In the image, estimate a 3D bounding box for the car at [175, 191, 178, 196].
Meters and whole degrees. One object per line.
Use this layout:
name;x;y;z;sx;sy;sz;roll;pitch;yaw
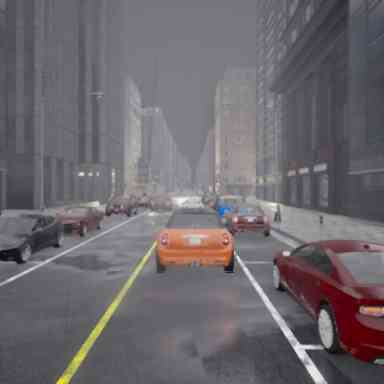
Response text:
car;-5.870;0.790;94.753;1.887;1.381;4.507;1;0;0

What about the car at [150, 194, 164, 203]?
car;-5.861;1.071;56.316;1.752;1.417;4.829;1;0;0

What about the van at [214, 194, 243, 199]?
van;2.673;1.153;22.732;1.690;1.788;3.998;1;0;0

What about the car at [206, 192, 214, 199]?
car;2.672;1.082;28.356;2.192;1.841;5.009;1;0;0

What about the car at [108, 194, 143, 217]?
car;-5.854;1.081;28.362;2.192;1.841;5.009;1;0;0

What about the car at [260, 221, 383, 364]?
car;2.674;1.495;5.862;1.887;1.381;4.507;1;0;0

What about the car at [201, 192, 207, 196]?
car;2.667;1.073;45.229;1.967;1.590;4.097;1;0;0

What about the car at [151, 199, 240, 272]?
car;0.087;1.262;10.625;2.097;1.767;4.553;0;0;0

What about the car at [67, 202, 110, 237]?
car;-5.854;1.402;17.115;1.887;1.381;4.507;1;0;0

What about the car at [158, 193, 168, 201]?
car;-5.864;0.983;67.564;1.752;1.417;4.829;1;0;0

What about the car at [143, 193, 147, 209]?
car;-5.858;1.222;39.612;1.887;1.381;4.507;1;0;0

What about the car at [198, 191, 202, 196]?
car;2.666;0.859;56.477;2.192;1.841;5.009;1;0;0

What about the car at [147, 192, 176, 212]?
car;-3.101;1.070;34.410;2.097;1.767;4.553;0;0;0

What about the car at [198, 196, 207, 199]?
car;0.090;1.295;28.025;1.812;1.442;4.674;0;0;0

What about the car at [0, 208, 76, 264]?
car;-5.853;1.469;11.491;1.947;1.339;4.313;1;0;0

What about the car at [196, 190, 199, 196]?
car;2.656;0.827;94.746;1.802;1.307;4.206;1;0;0

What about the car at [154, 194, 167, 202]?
car;-5.863;1.045;62.110;1.887;1.381;4.507;1;0;0

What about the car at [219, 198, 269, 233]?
car;2.673;1.298;17.109;1.967;1.590;4.097;1;0;0
